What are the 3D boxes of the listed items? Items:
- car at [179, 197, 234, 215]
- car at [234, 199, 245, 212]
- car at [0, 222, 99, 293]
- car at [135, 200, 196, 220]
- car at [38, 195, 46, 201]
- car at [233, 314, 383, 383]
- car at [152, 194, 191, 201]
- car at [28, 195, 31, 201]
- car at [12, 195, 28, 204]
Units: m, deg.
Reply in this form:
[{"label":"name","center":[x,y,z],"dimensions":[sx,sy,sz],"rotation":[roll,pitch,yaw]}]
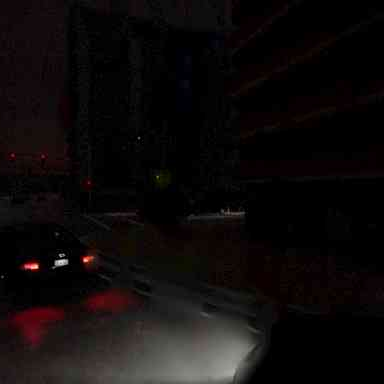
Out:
[{"label":"car","center":[1.470,1.560,34.348],"dimensions":[4.892,1.490,1.837],"rotation":[0,0,-23]},{"label":"car","center":[6.629,1.560,40.281],"dimensions":[4.892,1.490,1.837],"rotation":[0,0,-23]},{"label":"car","center":[-4.340,1.547,9.023],"dimensions":[2.033,1.411,5.357],"rotation":[0,0,-39]},{"label":"car","center":[-2.378,1.656,28.744],"dimensions":[4.718,1.301,1.895],"rotation":[0,0,-23]},{"label":"car","center":[-37.091,1.540,82.286],"dimensions":[2.033,1.411,5.357],"rotation":[0,0,-23]},{"label":"car","center":[2.884,1.547,2.009],"dimensions":[5.357,1.411,2.033],"rotation":[0,0,35]},{"label":"car","center":[-2.521,1.277,36.480],"dimensions":[5.566,2.045,2.150],"rotation":[0,0,-23]},{"label":"car","center":[-40.223,1.525,80.706],"dimensions":[2.128,1.511,4.902],"rotation":[0,0,-23]},{"label":"car","center":[-31.919,1.477,61.381],"dimensions":[1.882,1.535,5.008],"rotation":[0,0,-23]}]
